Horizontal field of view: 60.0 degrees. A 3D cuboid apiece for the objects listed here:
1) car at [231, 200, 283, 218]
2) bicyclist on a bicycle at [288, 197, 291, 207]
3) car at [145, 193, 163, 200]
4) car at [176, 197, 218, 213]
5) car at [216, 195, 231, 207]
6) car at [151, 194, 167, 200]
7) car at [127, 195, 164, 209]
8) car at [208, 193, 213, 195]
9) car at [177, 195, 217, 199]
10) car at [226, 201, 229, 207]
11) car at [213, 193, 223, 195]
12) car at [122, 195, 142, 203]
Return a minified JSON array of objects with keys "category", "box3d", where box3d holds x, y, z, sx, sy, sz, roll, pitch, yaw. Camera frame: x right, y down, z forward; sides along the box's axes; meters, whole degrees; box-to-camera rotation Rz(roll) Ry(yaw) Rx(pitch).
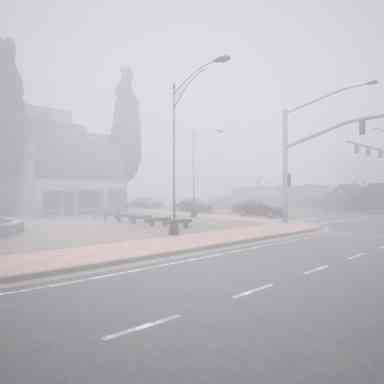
[{"category":"car","box3d":[6.320,1.477,30.266,1.882,1.535,5.008,0,0,-40]},{"category":"bicyclist on a bicycle","box3d":[12.886,1.261,44.843,1.656,1.620,0.582,-7,4,-40]},{"category":"car","box3d":[-10.040,1.153,88.044,4.605,1.855,1.932,0,0,-42]},{"category":"car","box3d":[0.283,1.601,37.393,1.895,1.301,4.718,0,0,-40]},{"category":"car","box3d":[3.510,1.563,50.134,1.994,1.385,4.181,0,0,-40]},{"category":"car","box3d":[-6.235,1.477,50.524,1.882,1.535,5.008,0,0,-40]},{"category":"car","box3d":[-6.610,1.547,45.527,2.033,1.411,5.357,0,0,-41]},{"category":"car","box3d":[4.940,1.156,71.231,3.866,1.878,1.905,0,0,-42]},{"category":"car","box3d":[0.442,1.491,42.622,2.128,1.511,4.902,0,0,-40]},{"category":"car","box3d":[6.174,1.564,35.853,1.994,1.385,4.181,0,0,-40]},{"category":"car","box3d":[6.859,1.395,69.063,3.806,1.475,1.970,0,0,-42]},{"category":"car","box3d":[-12.528,1.477,69.004,1.882,1.535,5.008,0,0,-40]}]
